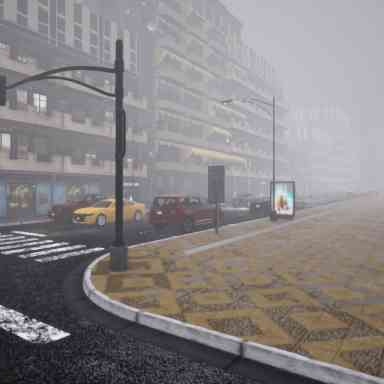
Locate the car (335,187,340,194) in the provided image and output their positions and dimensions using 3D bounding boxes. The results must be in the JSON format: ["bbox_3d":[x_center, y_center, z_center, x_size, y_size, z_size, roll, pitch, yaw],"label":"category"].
[{"bbox_3d":[34.175,-0.240,81.600,1.967,1.590,4.097,2,2,35],"label":"car"}]

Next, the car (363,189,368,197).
[{"bbox_3d":[31.567,0.098,63.220,1.967,1.590,4.097,1,2,35],"label":"car"}]

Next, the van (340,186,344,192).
[{"bbox_3d":[37.349,-0.446,86.145,1.690,1.788,3.998,2,2,35],"label":"van"}]

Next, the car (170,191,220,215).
[{"bbox_3d":[0.331,0.878,28.606,2.097,1.767,4.553,0,1,35],"label":"car"}]

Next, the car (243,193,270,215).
[{"bbox_3d":[6.169,1.069,26.832,1.947,1.339,4.313,1,2,35],"label":"car"}]

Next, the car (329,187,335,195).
[{"bbox_3d":[31.000,-0.028,77.055,1.887,1.381,4.507,2,2,35],"label":"car"}]

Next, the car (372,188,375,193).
[{"bbox_3d":[37.916,-0.012,72.321,1.887,1.381,4.507,1,2,35],"label":"car"}]

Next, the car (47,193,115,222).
[{"bbox_3d":[-7.085,1.010,22.474,2.192,1.841,5.009,1,2,35],"label":"car"}]

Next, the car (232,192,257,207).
[{"bbox_3d":[6.070,0.842,36.817,1.837,1.490,4.892,0,1,35],"label":"car"}]

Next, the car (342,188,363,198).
[{"bbox_3d":[28.392,0.308,58.675,1.887,1.381,4.507,1,2,35],"label":"car"}]

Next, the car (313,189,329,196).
[{"bbox_3d":[27.826,-0.025,72.503,1.967,1.590,4.097,2,2,35],"label":"car"}]

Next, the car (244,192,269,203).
[{"bbox_3d":[8.782,0.754,45.220,1.802,1.307,4.206,2,2,35],"label":"car"}]

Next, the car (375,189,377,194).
[{"bbox_3d":[44.265,-0.221,81.419,2.008,1.369,4.403,1,2,35],"label":"car"}]

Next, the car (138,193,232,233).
[{"bbox_3d":[-0.179,1.026,17.728,2.192,1.841,5.009,1,2,35],"label":"car"}]

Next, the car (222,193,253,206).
[{"bbox_3d":[5.609,0.828,40.672,2.008,1.369,4.403,2,2,35],"label":"car"}]

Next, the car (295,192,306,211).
[{"bbox_3d":[9.344,0.964,31.382,1.947,1.339,4.313,1,2,35],"label":"car"}]

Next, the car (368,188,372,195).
[{"bbox_3d":[34.741,0.095,67.772,1.887,1.381,4.507,1,2,35],"label":"car"}]

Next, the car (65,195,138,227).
[{"bbox_3d":[-5.054,1.180,20.885,1.882,1.535,5.008,0,1,34],"label":"car"}]

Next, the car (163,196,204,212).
[{"bbox_3d":[-0.739,1.069,31.577,1.802,1.307,4.206,2,2,35],"label":"car"}]
